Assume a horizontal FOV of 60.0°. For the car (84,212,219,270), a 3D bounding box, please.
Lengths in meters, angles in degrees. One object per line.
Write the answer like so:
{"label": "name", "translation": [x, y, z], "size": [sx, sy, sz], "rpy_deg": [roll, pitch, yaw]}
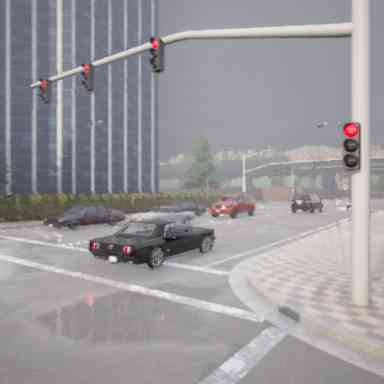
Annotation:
{"label": "car", "translation": [-1.028, 1.592, 11.222], "size": [1.895, 1.301, 4.718], "rpy_deg": [0, 0, 32]}

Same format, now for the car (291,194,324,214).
{"label": "car", "translation": [12.287, 1.198, 35.365], "size": [2.150, 2.045, 5.566], "rpy_deg": [0, 0, 36]}

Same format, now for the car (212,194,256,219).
{"label": "car", "translation": [3.748, 1.201, 29.819], "size": [2.150, 2.045, 5.566], "rpy_deg": [0, 0, 36]}

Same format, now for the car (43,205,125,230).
{"label": "car", "translation": [-6.685, 1.530, 21.388], "size": [2.033, 1.411, 5.357], "rpy_deg": [0, 0, 33]}

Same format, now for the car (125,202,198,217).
{"label": "car", "translation": [-1.873, 1.584, 22.019], "size": [1.895, 1.301, 4.718], "rpy_deg": [0, 0, 36]}

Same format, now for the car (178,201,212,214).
{"label": "car", "translation": [-0.768, 1.526, 29.541], "size": [2.033, 1.411, 5.357], "rpy_deg": [0, 0, 36]}

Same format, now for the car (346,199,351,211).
{"label": "car", "translation": [19.666, 1.481, 39.342], "size": [1.837, 1.490, 4.892], "rpy_deg": [0, 0, 40]}
